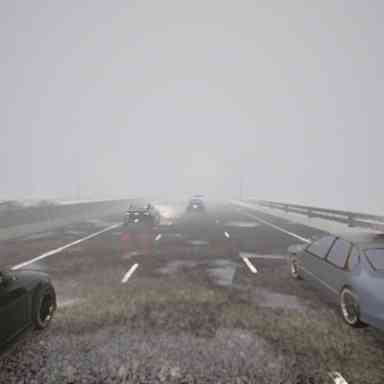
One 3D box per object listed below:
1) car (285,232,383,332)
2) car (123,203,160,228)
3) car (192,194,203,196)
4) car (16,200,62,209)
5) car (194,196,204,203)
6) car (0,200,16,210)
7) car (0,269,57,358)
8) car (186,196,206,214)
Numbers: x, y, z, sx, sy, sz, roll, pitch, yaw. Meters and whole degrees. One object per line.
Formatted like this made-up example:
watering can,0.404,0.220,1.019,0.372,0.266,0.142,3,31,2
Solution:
car,3.513,1.548,6.897,2.033,1.411,5.357,0,0,0
car,-3.248,1.495,22.017,2.128,1.511,4.902,0,0,1
car,0.907,1.275,52.220,2.150,2.045,5.566,0,0,2
car,-13.730,1.497,30.948,2.128,1.511,4.902,0,0,1
car,1.582,1.671,73.477,1.994,1.385,4.181,0,0,3
car,-17.226,1.529,31.114,1.812,1.442,4.674,0,0,1
car,-3.386,1.563,4.210,1.994,1.385,4.181,0,0,0
car,0.410,1.516,36.259,2.163,1.488,4.792,0,0,1
